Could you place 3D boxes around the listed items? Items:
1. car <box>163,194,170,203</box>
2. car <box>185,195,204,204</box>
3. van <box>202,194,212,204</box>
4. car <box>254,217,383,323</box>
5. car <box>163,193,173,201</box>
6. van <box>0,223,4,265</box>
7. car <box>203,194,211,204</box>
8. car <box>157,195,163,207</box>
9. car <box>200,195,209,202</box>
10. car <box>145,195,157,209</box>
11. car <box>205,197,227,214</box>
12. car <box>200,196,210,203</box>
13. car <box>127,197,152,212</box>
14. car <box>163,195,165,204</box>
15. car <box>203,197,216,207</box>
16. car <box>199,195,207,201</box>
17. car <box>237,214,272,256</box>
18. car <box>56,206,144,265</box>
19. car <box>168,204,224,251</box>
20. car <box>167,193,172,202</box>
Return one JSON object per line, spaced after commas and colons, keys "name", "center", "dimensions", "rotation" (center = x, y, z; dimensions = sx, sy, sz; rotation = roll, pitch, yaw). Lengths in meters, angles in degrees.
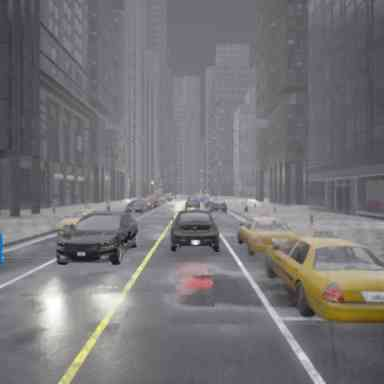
{"name": "car", "center": [-5.771, 1.508, 63.154], "dimensions": [2.008, 1.369, 4.403], "rotation": [0, 0, 0]}
{"name": "car", "center": [0.096, 1.456, 42.704], "dimensions": [2.128, 1.511, 4.902], "rotation": [0, 0, 0]}
{"name": "van", "center": [2.754, 1.298, 63.159], "dimensions": [1.690, 1.788, 3.998], "rotation": [0, 0, 0]}
{"name": "car", "center": [2.762, 1.514, 7.239], "dimensions": [1.752, 1.417, 4.829], "rotation": [0, 0, 0]}
{"name": "car", "center": [-5.773, 1.279, 79.982], "dimensions": [2.192, 1.841, 5.009], "rotation": [0, 0, 0]}
{"name": "van", "center": [-5.763, 1.330, 7.060], "dimensions": [1.690, 1.788, 3.998], "rotation": [0, 0, 0]}
{"name": "car", "center": [2.757, 1.401, 46.332], "dimensions": [1.967, 1.590, 4.097], "rotation": [0, 0, 0]}
{"name": "car", "center": [-5.768, 1.277, 46.326], "dimensions": [2.192, 1.841, 5.009], "rotation": [0, 0, 0]}
{"name": "car", "center": [2.753, 1.486, 74.547], "dimensions": [1.752, 1.417, 4.829], "rotation": [0, 0, 0]}
{"name": "car", "center": [-5.768, 1.405, 40.717], "dimensions": [1.967, 1.590, 4.097], "rotation": [0, 0, 0]}
{"name": "car", "center": [2.758, 1.518, 35.113], "dimensions": [2.008, 1.369, 4.403], "rotation": [0, 0, 0]}
{"name": "car", "center": [2.754, 1.502, 68.767], "dimensions": [1.887, 1.381, 4.507], "rotation": [0, 0, 0]}
{"name": "car", "center": [-5.767, 1.534, 35.107], "dimensions": [1.947, 1.339, 4.313], "rotation": [0, 0, 0]}
{"name": "car", "center": [-5.769, 1.510, 51.936], "dimensions": [2.008, 1.369, 4.403], "rotation": [0, 0, 0]}
{"name": "car", "center": [2.756, 1.541, 51.941], "dimensions": [1.802, 1.307, 4.206], "rotation": [0, 0, 0]}
{"name": "car", "center": [2.752, 1.551, 85.594], "dimensions": [1.802, 1.307, 4.206], "rotation": [0, 0, 0]}
{"name": "car", "center": [2.761, 1.507, 12.848], "dimensions": [1.752, 1.417, 4.829], "rotation": [0, 0, 0]}
{"name": "car", "center": [-3.102, 1.460, 11.813], "dimensions": [1.882, 1.535, 5.008], "rotation": [0, 0, 0]}
{"name": "car", "center": [0.081, 1.486, 13.988], "dimensions": [1.837, 1.490, 4.892], "rotation": [0, 0, -1]}
{"name": "car", "center": [-5.772, 1.276, 74.373], "dimensions": [2.192, 1.841, 5.009], "rotation": [0, 0, 0]}
